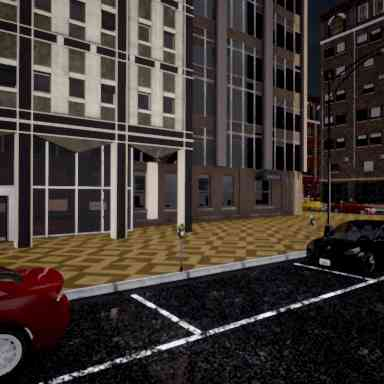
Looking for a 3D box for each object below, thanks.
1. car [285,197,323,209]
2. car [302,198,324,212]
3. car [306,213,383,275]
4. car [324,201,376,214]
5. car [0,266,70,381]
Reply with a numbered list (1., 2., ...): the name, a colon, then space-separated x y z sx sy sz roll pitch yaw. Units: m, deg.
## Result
1. car: 15.563 1.494 46.369 1.752 1.417 4.829 0 0 -36
2. car: 12.271 1.463 36.600 1.752 1.417 4.829 0 0 -36
3. car: 5.441 1.566 10.462 4.313 1.339 1.947 0 0 -36
4. car: 15.480 1.530 32.142 1.802 1.307 4.206 0 0 -36
5. car: -3.808 1.545 3.837 4.507 1.381 1.887 0 0 -36
